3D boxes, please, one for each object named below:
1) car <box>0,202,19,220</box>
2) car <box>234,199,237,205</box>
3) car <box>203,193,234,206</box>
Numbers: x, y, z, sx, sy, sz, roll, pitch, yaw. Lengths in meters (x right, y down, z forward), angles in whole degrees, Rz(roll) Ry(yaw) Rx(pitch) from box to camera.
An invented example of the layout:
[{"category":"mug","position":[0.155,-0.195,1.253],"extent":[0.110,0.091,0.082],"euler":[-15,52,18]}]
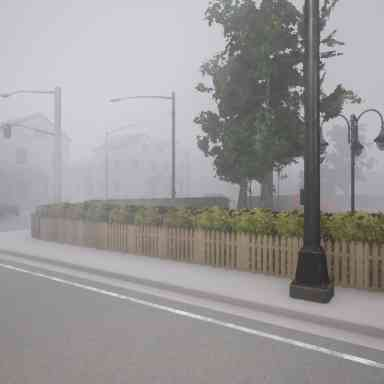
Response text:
[{"category":"car","position":[-16.274,1.478,26.080],"extent":[1.882,1.535,5.008],"euler":[0,0,35]},{"category":"car","position":[6.131,1.602,58.052],"extent":[1.994,1.385,4.181],"euler":[0,0,35]},{"category":"car","position":[3.515,1.221,48.168],"extent":[2.150,2.045,5.566],"euler":[0,0,35]}]
